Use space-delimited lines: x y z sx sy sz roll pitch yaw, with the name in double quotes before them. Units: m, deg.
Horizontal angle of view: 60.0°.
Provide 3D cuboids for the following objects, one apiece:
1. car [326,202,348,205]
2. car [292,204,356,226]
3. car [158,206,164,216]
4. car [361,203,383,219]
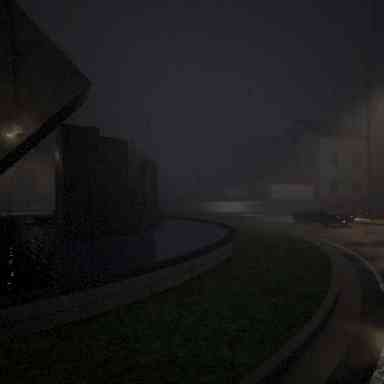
"car" 14.018 1.754 33.313 4.674 1.442 1.812 0 -1 -7
"car" 9.624 1.780 24.832 1.895 1.301 4.718 0 -1 -21
"car" -5.256 1.905 34.060 4.902 1.511 2.128 -1 -1 20
"car" 17.703 1.727 30.334 4.181 1.385 1.994 0 -1 -11
